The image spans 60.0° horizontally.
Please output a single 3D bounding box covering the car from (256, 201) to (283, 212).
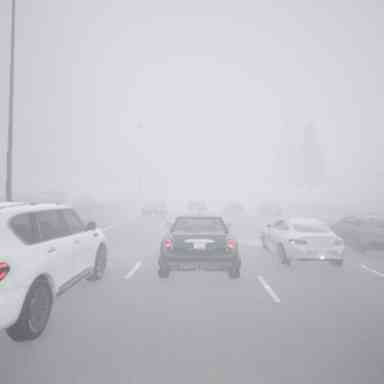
[{"bbox_3d":[7.468,1.544,32.430,1.994,1.385,4.181,1,1,1],"label":"car"}]

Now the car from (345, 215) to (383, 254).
[{"bbox_3d":[7.245,1.662,14.084,1.994,1.385,4.181,1,0,1],"label":"car"}]

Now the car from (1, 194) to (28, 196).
[{"bbox_3d":[-20.613,1.027,40.502,1.882,1.535,5.008,1,1,1],"label":"car"}]

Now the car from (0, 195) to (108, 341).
[{"bbox_3d":[-3.343,1.197,6.600,2.150,2.045,5.566,1,0,1],"label":"car"}]

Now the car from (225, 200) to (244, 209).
[{"bbox_3d":[3.972,1.462,32.688,1.812,1.442,4.674,1,1,1],"label":"car"}]

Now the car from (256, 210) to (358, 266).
[{"bbox_3d":[3.712,1.585,11.711,1.812,1.442,4.674,1,0,1],"label":"car"}]

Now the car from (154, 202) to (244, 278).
[{"bbox_3d":[0.209,1.370,10.433,2.097,1.767,4.553,1,0,1],"label":"car"}]

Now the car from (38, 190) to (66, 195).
[{"bbox_3d":[-17.114,0.813,40.428,2.150,2.045,5.566,1,1,1],"label":"car"}]

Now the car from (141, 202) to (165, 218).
[{"bbox_3d":[-3.079,1.493,28.720,1.895,1.301,4.718,1,1,1],"label":"car"}]

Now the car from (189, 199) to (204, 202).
[{"bbox_3d":[0.460,1.398,31.691,2.128,1.511,4.902,1,1,1],"label":"car"}]
